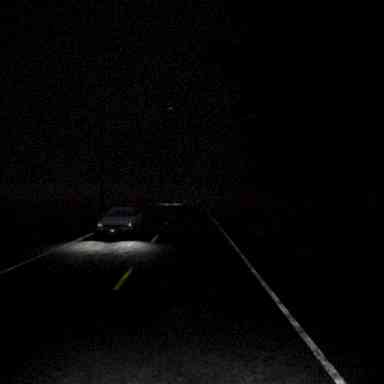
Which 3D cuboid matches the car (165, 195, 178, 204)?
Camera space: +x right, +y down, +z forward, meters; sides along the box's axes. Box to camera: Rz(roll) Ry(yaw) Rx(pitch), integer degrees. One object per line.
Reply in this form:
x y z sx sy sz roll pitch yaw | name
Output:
-3.576 1.248 59.120 1.837 1.490 4.892 0 1 1 | car

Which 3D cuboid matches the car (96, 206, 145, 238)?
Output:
-3.609 1.480 17.422 1.812 1.442 4.674 0 0 0 | car

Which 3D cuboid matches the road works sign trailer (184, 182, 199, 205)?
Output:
-0.019 0.265 52.278 2.380 3.560 2.880 0 0 1 | road works sign trailer
